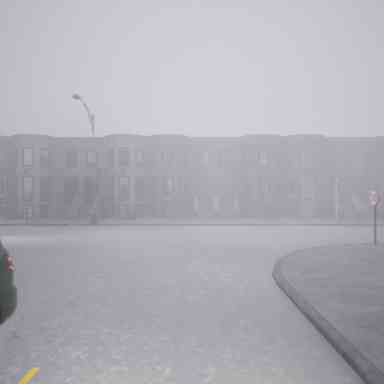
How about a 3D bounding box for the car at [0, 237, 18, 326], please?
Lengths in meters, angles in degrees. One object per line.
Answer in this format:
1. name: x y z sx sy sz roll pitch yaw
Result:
1. car: -3.743 1.222 2.510 2.150 2.045 5.566 0 0 5
